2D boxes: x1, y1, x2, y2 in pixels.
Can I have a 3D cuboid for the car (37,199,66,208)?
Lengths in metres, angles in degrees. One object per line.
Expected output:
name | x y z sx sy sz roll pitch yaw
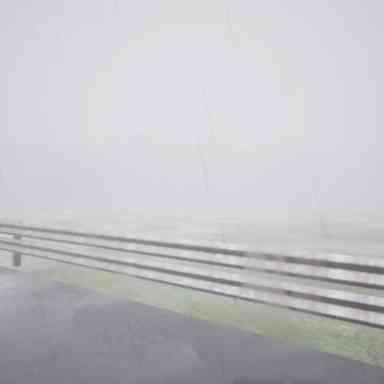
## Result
car | -22.398 1.792 53.012 4.674 1.442 1.812 0 0 7
